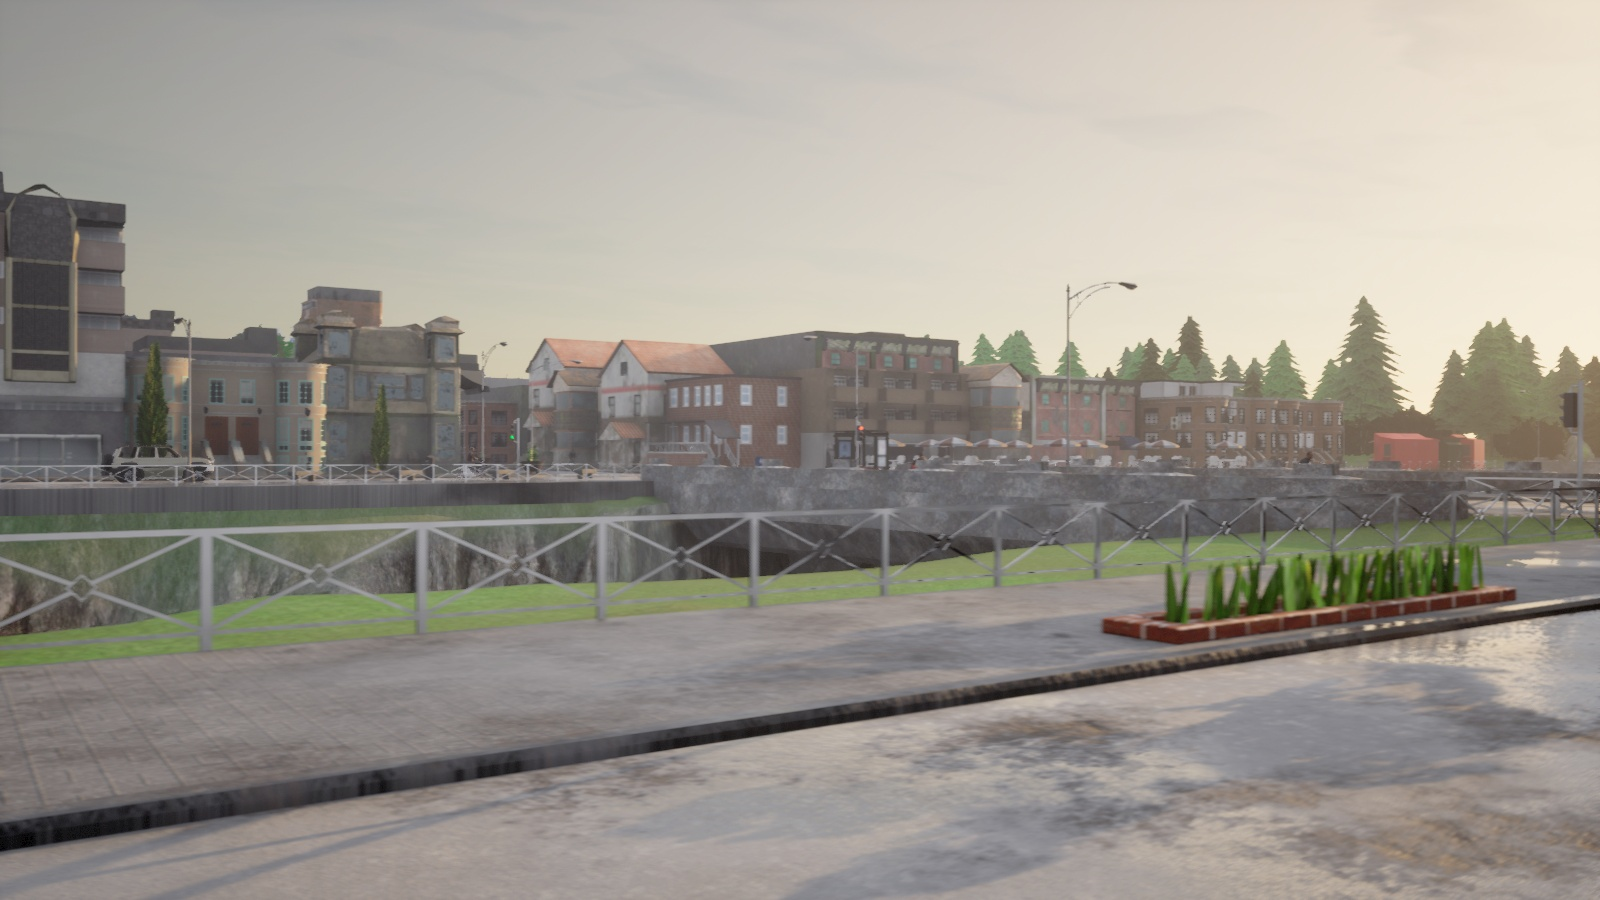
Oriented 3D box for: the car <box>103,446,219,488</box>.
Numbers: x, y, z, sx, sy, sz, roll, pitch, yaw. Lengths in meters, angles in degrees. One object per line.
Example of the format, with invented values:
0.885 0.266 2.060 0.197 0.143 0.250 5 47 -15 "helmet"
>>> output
-29.840 0.768 58.697 4.605 1.855 1.932 0 0 -35 "car"
